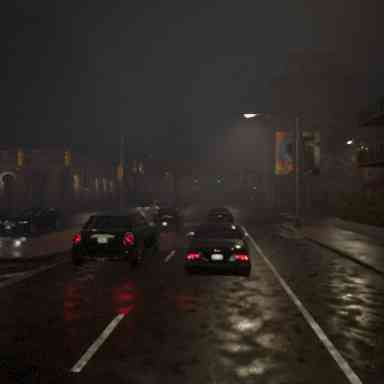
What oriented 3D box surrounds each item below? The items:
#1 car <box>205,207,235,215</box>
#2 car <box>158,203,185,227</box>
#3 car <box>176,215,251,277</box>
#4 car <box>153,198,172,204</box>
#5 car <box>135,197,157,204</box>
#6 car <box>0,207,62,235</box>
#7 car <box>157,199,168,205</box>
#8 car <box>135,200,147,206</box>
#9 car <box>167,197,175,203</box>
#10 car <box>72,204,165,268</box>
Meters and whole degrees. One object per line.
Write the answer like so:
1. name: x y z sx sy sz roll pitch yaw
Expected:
1. car: 1.950 1.813 23.561 1.837 1.490 4.892 0 -1 5
2. car: -1.655 1.803 23.765 1.837 1.490 4.892 0 -1 2
3. car: 0.852 1.689 10.723 2.033 1.411 5.357 0 -1 5
4. car: -5.961 2.395 68.687 2.033 1.411 5.357 0 -1 5
5. car: -9.452 2.068 68.931 2.150 2.045 5.566 0 -1 5
6. car: -9.921 1.723 20.792 2.128 1.511 4.902 0 -1 5
7. car: -7.771 2.647 89.281 2.033 1.411 5.357 0 -1 5
8. car: -11.958 2.544 78.077 1.895 1.301 4.718 0 -1 5
9. car: -5.132 2.207 78.712 2.150 2.045 5.566 0 -1 5
10. car: -2.510 1.498 12.093 2.097 1.767 4.553 0 -1 5
